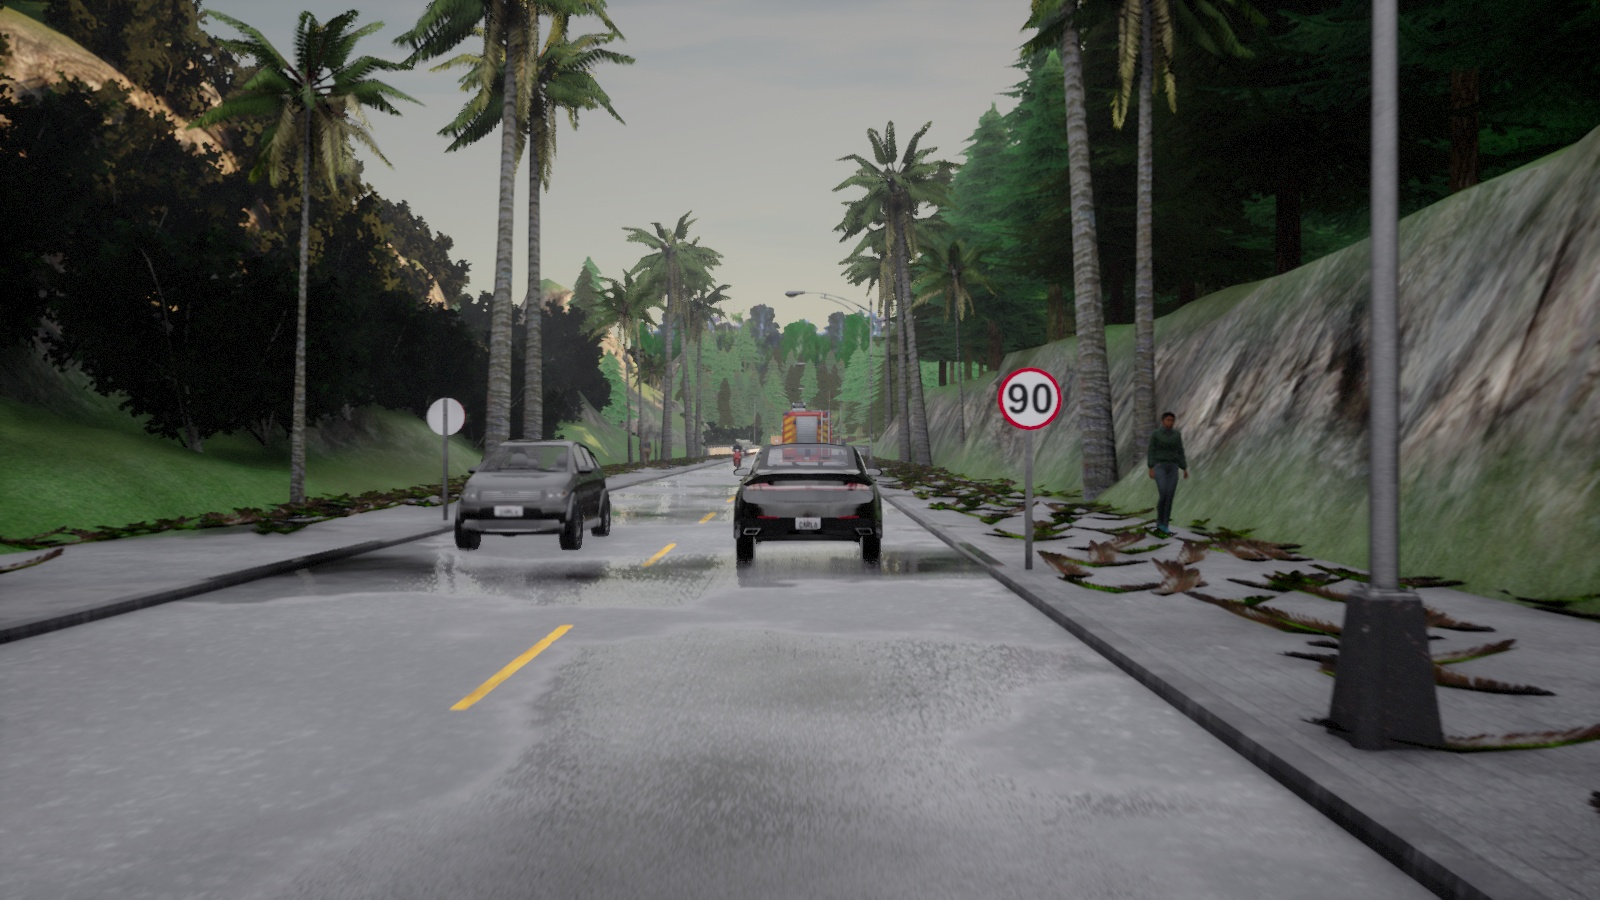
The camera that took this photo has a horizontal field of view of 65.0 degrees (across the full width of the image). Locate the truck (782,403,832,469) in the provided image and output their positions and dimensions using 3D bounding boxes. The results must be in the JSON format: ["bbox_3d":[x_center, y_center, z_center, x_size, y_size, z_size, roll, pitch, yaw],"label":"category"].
[{"bbox_3d":[0.411,-0.854,77.316,2.891,3.827,8.468,0,0,0],"label":"truck"}]

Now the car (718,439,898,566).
[{"bbox_3d":[0.109,0.605,17.357,2.128,1.511,4.902,0,0,0],"label":"car"}]

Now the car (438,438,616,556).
[{"bbox_3d":[-3.885,0.619,18.474,1.789,1.549,3.705,0,0,0],"label":"car"}]

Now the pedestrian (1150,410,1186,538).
[{"bbox_3d":[5.420,0.349,18.496,0.353,1.847,0.614,0,0,0],"label":"pedestrian"}]

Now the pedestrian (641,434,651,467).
[{"bbox_3d":[-8.787,0.034,71.824,0.540,1.848,0.694,0,0,-4],"label":"pedestrian"}]
